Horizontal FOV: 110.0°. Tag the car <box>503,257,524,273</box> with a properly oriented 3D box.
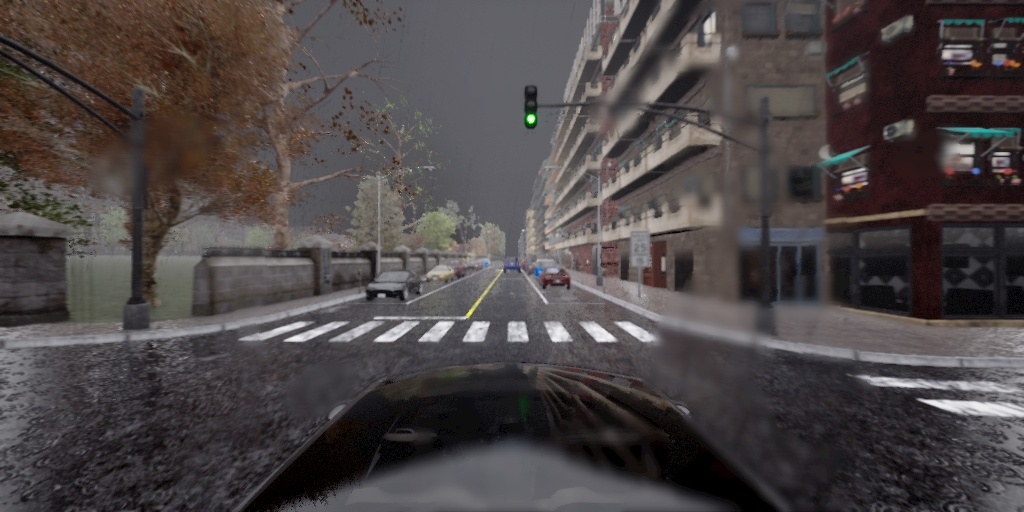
[{"bbox_3d":[0.024,1.114,46.131,2.150,2.045,5.566,0,0,0],"label":"car"}]

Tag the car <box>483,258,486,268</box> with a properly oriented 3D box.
[{"bbox_3d":[-5.659,1.376,57.212,1.967,1.591,4.097,0,0,0],"label":"car"}]

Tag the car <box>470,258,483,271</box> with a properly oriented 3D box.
[{"bbox_3d":[-5.663,1.353,51.583,1.967,1.591,4.097,0,0,0],"label":"car"}]

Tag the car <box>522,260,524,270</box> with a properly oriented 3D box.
[{"bbox_3d":[2.714,1.442,45.948,2.007,1.370,4.403,0,0,0],"label":"car"}]

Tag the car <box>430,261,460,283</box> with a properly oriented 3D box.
[{"bbox_3d":[-5.674,1.356,28.893,1.751,1.417,4.829,0,0,0],"label":"car"}]

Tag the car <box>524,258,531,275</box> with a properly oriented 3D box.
[{"bbox_3d":[2.712,1.310,40.318,1.967,1.591,4.097,0,0,0],"label":"car"}]

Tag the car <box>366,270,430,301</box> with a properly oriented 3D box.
[{"bbox_3d":[-5.680,1.361,17.801,1.948,1.339,4.313,0,0,0],"label":"car"}]

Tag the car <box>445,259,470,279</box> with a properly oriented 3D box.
[{"bbox_3d":[-5.672,1.165,34.692,2.192,1.841,5.009,0,0,0],"label":"car"}]

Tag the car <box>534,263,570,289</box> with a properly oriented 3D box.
[{"bbox_3d":[2.703,1.357,23.427,1.888,1.381,4.507,0,0,0],"label":"car"}]

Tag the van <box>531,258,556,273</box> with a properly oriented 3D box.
[{"bbox_3d":[2.706,1.171,29.058,1.690,1.789,3.998,0,0,0],"label":"van"}]
